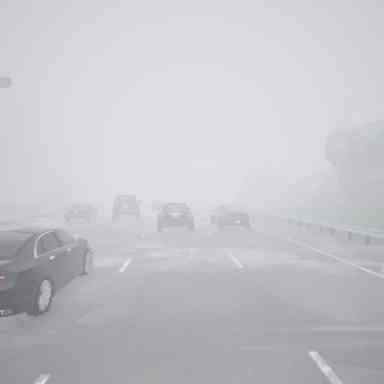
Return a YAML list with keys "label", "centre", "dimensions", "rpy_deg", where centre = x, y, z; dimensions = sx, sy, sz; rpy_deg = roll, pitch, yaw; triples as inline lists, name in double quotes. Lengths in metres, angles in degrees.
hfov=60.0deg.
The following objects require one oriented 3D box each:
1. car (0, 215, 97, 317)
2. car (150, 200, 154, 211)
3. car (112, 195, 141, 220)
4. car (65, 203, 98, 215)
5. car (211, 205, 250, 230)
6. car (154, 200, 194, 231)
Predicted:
- label: "car"
  centre: [-3.647, 1.512, 7.444]
  dimensions: [1.837, 1.490, 4.892]
  rpy_deg: [0, 0, -2]
- label: "car"
  centre: [-3.975, 1.610, 39.930]
  dimensions: [1.895, 1.301, 4.718]
  rpy_deg: [0, 0, -11]
- label: "car"
  centre: [-5.596, 1.234, 28.688]
  dimensions: [2.150, 2.045, 5.566]
  rpy_deg: [0, 0, -8]
- label: "car"
  centre: [-8.840, 1.566, 26.765]
  dimensions: [2.033, 1.411, 5.357]
  rpy_deg: [0, 0, -8]
- label: "car"
  centre: [2.368, 1.522, 21.132]
  dimensions: [1.812, 1.442, 4.674]
  rpy_deg: [0, 0, -6]
- label: "car"
  centre: [-1.111, 1.355, 20.686]
  dimensions: [2.097, 1.767, 4.553]
  rpy_deg: [0, 0, -6]
